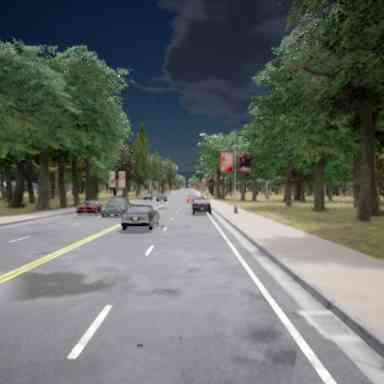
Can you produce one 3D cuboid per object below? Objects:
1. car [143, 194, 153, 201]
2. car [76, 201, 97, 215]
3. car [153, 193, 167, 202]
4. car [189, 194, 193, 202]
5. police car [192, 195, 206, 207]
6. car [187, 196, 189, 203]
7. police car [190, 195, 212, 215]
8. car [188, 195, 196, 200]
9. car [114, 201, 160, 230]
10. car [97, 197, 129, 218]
[{"bbox_3d":[-9.735,1.198,74.210,1.882,1.535,5.008,0,0,0],"label":"car"},{"bbox_3d":[-9.839,1.559,32.800,1.895,1.301,4.718,0,0,0],"label":"car"},{"bbox_3d":[-6.485,1.149,71.345,2.150,2.045,5.566,0,0,0],"label":"car"},{"bbox_3d":[0.984,1.300,43.862,2.097,1.767,4.553,0,0,0],"label":"car"},{"bbox_3d":[0.986,1.369,50.002,1.930,1.638,5.238,0,0,0],"label":"police car"},{"bbox_3d":[0.014,1.284,67.526,2.097,1.767,4.553,0,0,0],"label":"car"},{"bbox_3d":[0.983,1.383,34.001,1.930,1.638,5.238,0,0,0],"label":"police car"},{"bbox_3d":[0.018,1.503,86.685,1.895,1.301,4.718,0,0,0],"label":"car"},{"bbox_3d":[-3.147,1.519,20.922,2.033,1.411,5.357,0,0,0],"label":"car"},{"bbox_3d":[-6.588,1.314,29.654,2.097,1.767,4.553,0,0,0],"label":"car"}]
